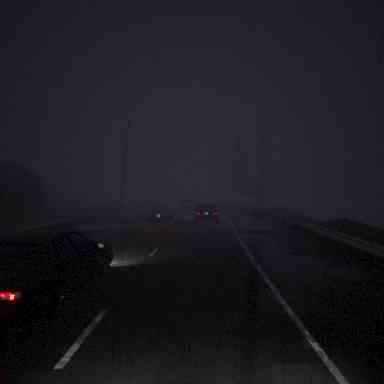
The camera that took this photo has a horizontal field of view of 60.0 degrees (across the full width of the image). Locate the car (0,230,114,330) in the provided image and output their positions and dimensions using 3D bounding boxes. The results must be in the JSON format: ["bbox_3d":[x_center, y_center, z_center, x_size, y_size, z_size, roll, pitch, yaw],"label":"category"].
[{"bbox_3d":[-3.245,1.545,7.284,2.033,1.411,5.357,0,0,2],"label":"car"}]

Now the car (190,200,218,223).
[{"bbox_3d":[1.045,1.552,25.856,2.033,1.411,5.357,0,0,0],"label":"car"}]

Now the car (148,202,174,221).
[{"bbox_3d":[-2.463,1.527,26.979,1.812,1.442,4.674,0,0,0],"label":"car"}]

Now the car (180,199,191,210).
[{"bbox_3d":[-0.408,1.606,42.742,1.895,1.301,4.718,0,0,-10],"label":"car"}]
